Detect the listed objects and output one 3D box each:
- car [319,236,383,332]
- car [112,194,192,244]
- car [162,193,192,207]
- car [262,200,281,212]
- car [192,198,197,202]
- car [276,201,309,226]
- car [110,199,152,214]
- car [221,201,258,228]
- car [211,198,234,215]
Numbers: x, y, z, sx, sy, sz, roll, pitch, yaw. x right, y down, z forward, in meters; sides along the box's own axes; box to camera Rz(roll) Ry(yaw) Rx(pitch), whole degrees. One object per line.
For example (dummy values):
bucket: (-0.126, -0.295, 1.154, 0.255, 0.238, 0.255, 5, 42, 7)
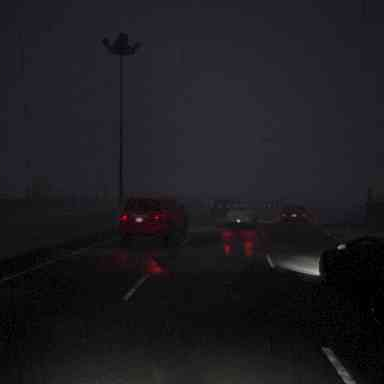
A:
car: (4.080, 1.583, 6.747, 1.994, 1.385, 4.181, 0, 0, 5)
car: (-1.678, 1.231, 16.214, 2.150, 2.045, 5.566, 0, 0, 10)
car: (-2.311, 1.267, 53.975, 2.150, 2.045, 5.566, 0, 0, 31)
car: (9.784, 1.613, 39.328, 2.033, 1.411, 5.357, 0, 0, 27)
car: (-0.603, 1.513, 42.246, 1.882, 1.535, 5.008, 0, 0, 26)
car: (7.432, 1.592, 24.136, 2.033, 1.411, 5.357, 0, 0, 17)
car: (-6.684, 1.560, 37.065, 2.033, 1.411, 5.357, 0, 0, 22)
car: (3.479, 1.557, 22.774, 1.812, 1.442, 4.674, 0, 0, 15)
car: (3.487, 1.393, 33.654, 2.097, 1.767, 4.553, 0, 0, 21)
